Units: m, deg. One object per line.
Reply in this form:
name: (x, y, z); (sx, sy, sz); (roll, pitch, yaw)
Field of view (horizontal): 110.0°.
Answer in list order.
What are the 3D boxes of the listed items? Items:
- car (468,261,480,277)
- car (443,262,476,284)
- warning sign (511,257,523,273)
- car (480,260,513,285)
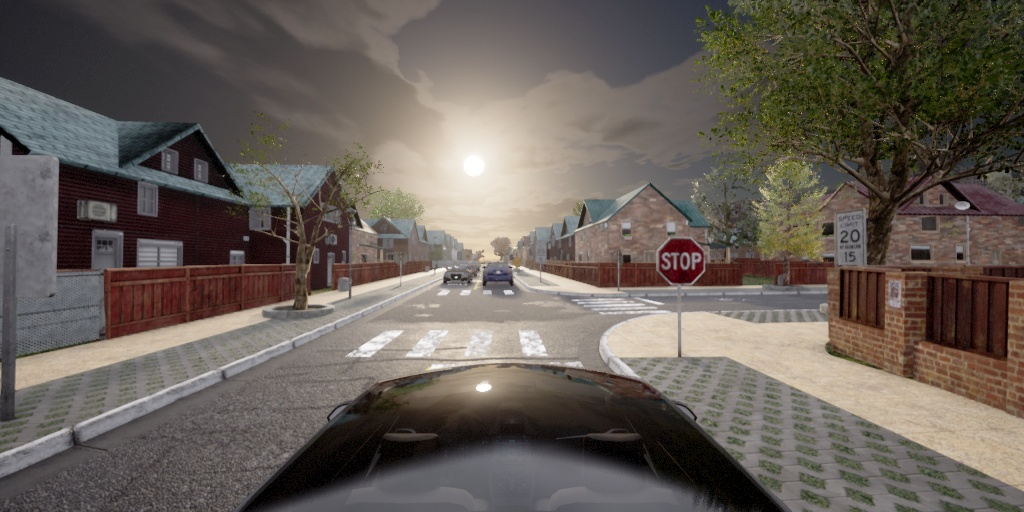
car: (-4.672, 1.401, 37.404); (1.994, 1.385, 4.181); (0, 0, -4)
car: (-4.087, 1.356, 27.638); (1.994, 1.385, 4.181); (0, 0, -3)
warning sign: (0.589, 0.966, 39.479); (1.300, 1.860, 1.060); (0, 0, -3)
car: (-1.067, 1.141, 26.336); (2.097, 1.767, 4.553); (0, 0, -3)
